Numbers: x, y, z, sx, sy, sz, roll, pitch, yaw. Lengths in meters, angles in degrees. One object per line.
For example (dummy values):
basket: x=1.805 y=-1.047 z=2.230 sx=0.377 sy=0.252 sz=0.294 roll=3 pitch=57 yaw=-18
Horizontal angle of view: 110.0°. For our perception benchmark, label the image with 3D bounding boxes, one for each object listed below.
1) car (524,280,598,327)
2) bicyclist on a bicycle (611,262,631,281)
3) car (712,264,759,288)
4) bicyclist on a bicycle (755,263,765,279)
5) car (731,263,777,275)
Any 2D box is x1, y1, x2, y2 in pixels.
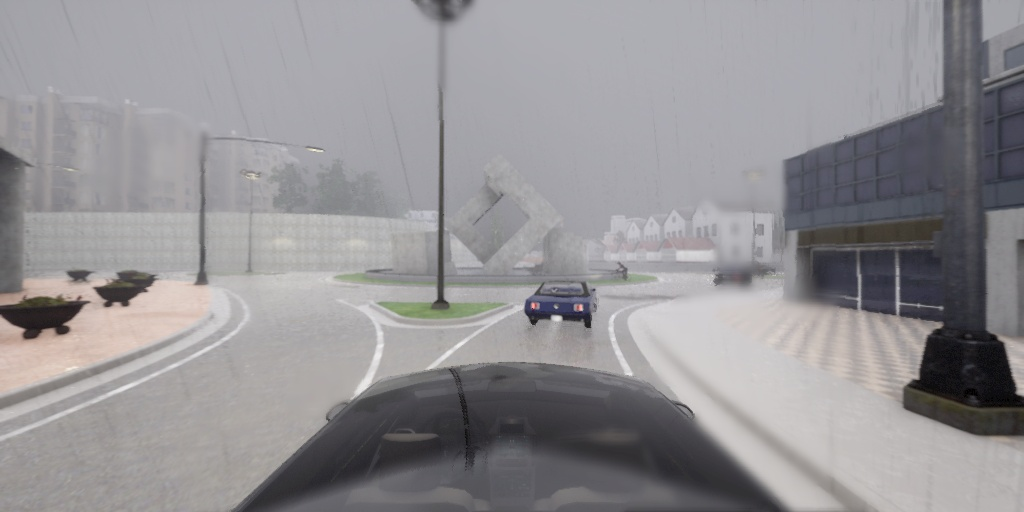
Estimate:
car: x=1.839 y=1.441 z=11.992 sx=1.895 sy=1.301 sz=4.718 roll=0 pitch=0 yaw=16
bicyclist on a bicycle: x=9.210 y=1.321 z=30.228 sx=1.656 sy=1.620 sz=0.582 roll=0 pitch=-1 yaw=28
car: x=16.543 y=1.569 z=26.646 sx=2.033 sy=1.411 sz=5.357 roll=0 pitch=-1 yaw=42
bicyclist on a bicycle: x=25.762 y=1.532 z=37.216 sx=0.582 sy=1.620 sz=1.656 roll=0 pitch=8 yaw=1
car: x=30.782 y=1.740 z=45.593 sx=4.892 sy=1.490 sz=1.837 roll=0 pitch=0 yaw=9
